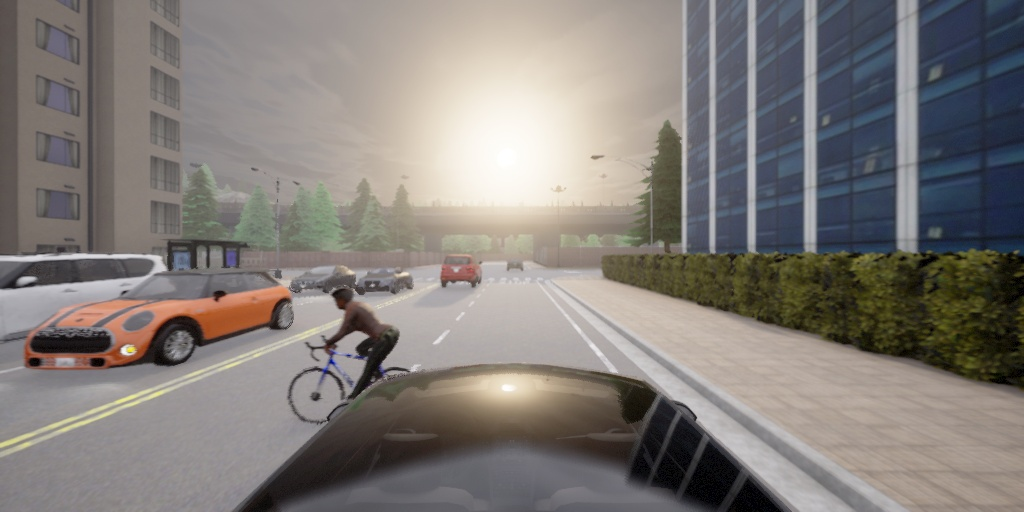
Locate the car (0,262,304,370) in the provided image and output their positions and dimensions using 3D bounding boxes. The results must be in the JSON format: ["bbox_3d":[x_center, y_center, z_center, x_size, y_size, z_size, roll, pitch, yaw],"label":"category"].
[{"bbox_3d":[-7.059,1.090,7.922,2.097,1.767,4.553,0,0,1],"label":"car"}]

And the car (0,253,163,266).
[{"bbox_3d":[-10.558,0.957,7.823,2.150,2.045,5.566,0,0,0],"label":"car"}]

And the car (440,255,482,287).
[{"bbox_3d":[-3.272,0.934,23.872,2.150,2.045,5.566,0,0,1],"label":"car"}]

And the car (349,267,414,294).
[{"bbox_3d":[-6.911,1.281,19.850,1.994,1.385,4.181,0,0,1],"label":"car"}]

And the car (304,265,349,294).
[{"bbox_3d":[-10.407,1.242,20.243,1.812,1.442,4.674,0,0,1],"label":"car"}]

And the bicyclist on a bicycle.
[{"bbox_3d":[-1.841,1.197,4.250,1.656,1.620,0.582,0,0,0],"label":"bicyclist on a bicycle"}]

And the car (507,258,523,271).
[{"bbox_3d":[0.383,0.999,46.314,2.097,1.767,4.553,0,0,0],"label":"car"}]
